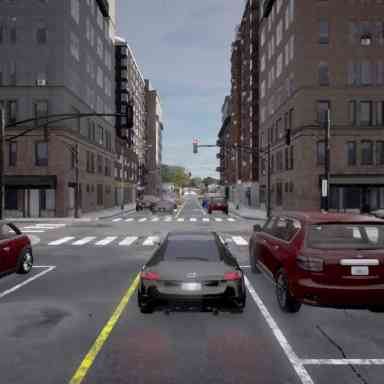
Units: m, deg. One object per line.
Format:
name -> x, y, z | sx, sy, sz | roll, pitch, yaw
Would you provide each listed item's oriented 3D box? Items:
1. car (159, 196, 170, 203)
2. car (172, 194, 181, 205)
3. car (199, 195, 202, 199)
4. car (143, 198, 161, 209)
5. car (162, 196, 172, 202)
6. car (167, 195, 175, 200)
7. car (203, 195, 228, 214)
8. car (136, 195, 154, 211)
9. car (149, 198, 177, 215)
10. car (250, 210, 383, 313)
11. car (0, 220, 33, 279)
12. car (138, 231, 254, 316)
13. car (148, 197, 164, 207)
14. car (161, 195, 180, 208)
car -> -5.525, 1.540, 67.659 | 1.887, 1.381, 4.507 | 0, 0, 0
car -> -2.932, 1.352, 57.460 | 2.097, 1.767, 4.553 | 0, 0, 0
car -> 2.599, 1.312, 51.163 | 2.192, 1.841, 5.009 | 0, 0, 0
car -> -5.495, 1.563, 45.643 | 1.947, 1.339, 4.313 | 0, 0, 0
car -> -5.532, 1.539, 73.162 | 1.887, 1.381, 4.507 | 0, 0, 0
car -> -5.555, 1.575, 89.674 | 1.802, 1.307, 4.206 | 0, 0, 0
car -> 2.641, 1.313, 34.652 | 2.192, 1.841, 5.009 | 0, 0, 0
car -> -5.488, 1.313, 40.140 | 2.192, 1.841, 5.009 | 0, 0, 0
car -> -2.906, 1.563, 34.038 | 1.994, 1.385, 4.181 | 0, 0, 0
car -> 2.625, 1.315, 7.595 | 2.192, 1.841, 5.009 | 0, 0, 0
car -> -5.400, 1.440, 7.581 | 1.967, 1.590, 4.097 | 0, 0, 0
car -> 0.012, 1.564, 7.617 | 1.994, 1.385, 4.181 | 0, 0, 1
car -> -5.503, 1.548, 51.147 | 2.008, 1.369, 4.403 | 0, 0, 0
car -> -2.919, 1.524, 44.032 | 1.812, 1.442, 4.674 | 0, 0, 0
